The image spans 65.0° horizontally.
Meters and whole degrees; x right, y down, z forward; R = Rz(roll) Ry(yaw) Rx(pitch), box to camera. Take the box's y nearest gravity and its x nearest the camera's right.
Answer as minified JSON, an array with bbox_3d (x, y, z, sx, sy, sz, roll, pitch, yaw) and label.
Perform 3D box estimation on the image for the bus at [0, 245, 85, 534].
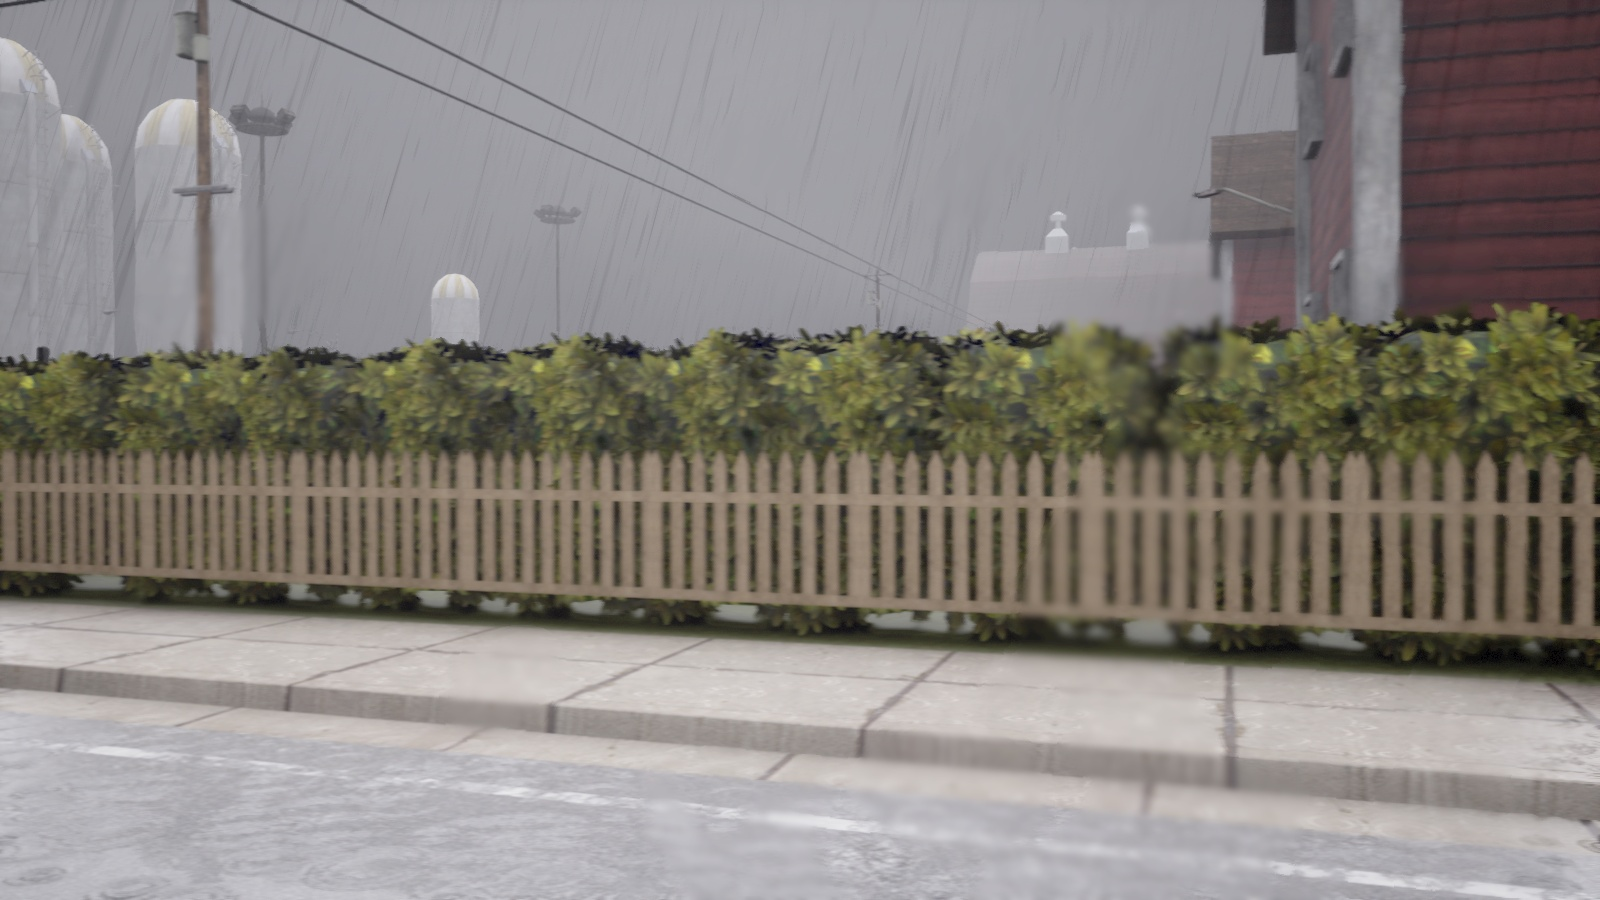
[{"bbox_3d":[-14.832,-0.857,15.660,3.944,4.253,10.273,1,1,18],"label":"bus"}]
